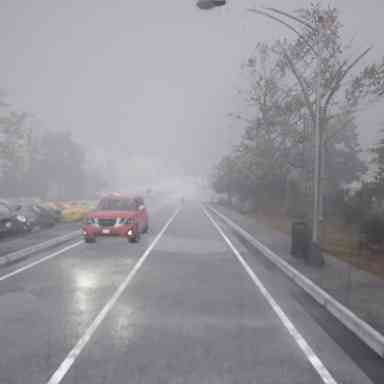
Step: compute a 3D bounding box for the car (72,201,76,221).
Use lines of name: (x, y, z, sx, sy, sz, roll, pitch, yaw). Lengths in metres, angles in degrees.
car: (-10.413, 1.422, 22.739, 5.366, 1.575, 1.946, 0, 0, 0)

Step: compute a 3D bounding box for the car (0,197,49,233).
car: (-10.269, 1.305, 17.191, 4.553, 1.767, 2.185, 0, 0, 0)

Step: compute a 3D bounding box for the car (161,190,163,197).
car: (-10.365, 0.830, 83.107, 5.008, 1.535, 2.097, 0, 1, 0)

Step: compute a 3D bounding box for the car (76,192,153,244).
car: (-3.367, 1.176, 15.798, 2.150, 2.045, 5.566, 0, 0, 0)

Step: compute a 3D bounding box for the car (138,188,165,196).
car: (-10.392, 0.553, 85.898, 5.566, 2.045, 2.435, 0, 1, 0)

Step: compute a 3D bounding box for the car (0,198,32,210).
car: (-23.241, 1.531, 42.200, 4.792, 1.488, 2.163, 0, 0, 0)

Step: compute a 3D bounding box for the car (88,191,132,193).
car: (-10.225, 1.240, 39.394, 5.566, 2.045, 2.435, 0, 0, 0)

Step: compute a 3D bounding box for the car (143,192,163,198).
car: (-10.349, 0.770, 88.690, 4.892, 1.521, 2.231, 0, 1, 0)

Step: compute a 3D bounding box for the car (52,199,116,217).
car: (-10.026, 1.451, 31.064, 5.366, 1.575, 1.946, 0, 0, 0)

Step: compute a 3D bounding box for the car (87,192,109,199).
car: (-23.479, 0.857, 83.081, 4.792, 1.488, 2.163, 0, 0, 0)

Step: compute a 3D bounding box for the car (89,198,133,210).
car: (-10.196, 1.503, 42.169, 5.008, 1.535, 2.097, 0, 0, 0)

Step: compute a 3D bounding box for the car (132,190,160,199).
car: (-10.364, 0.892, 74.758, 4.792, 1.488, 2.163, 0, 0, 0)

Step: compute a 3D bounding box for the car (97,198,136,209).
car: (-10.156, 1.545, 44.945, 4.792, 1.488, 2.163, 0, 0, 0)

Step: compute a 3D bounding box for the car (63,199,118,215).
car: (-10.213, 1.468, 33.840, 4.892, 1.521, 2.231, 0, 0, 0)

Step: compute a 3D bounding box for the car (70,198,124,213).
car: (-10.387, 1.476, 36.617, 5.366, 1.575, 1.946, 0, 0, 0)

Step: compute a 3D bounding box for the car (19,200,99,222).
car: (-10.037, 1.428, 25.391, 5.366, 1.575, 1.946, 0, 0, 0)

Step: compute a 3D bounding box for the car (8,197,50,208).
car: (-23.255, 1.525, 47.617, 5.008, 1.535, 2.097, 0, 0, 0)

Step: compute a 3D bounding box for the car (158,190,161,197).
car: (-10.415, 0.884, 77.542, 4.792, 1.488, 2.163, 0, 0, 0)

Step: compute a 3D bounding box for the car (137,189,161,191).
car: (-10.409, 0.720, 80.327, 4.553, 1.767, 2.185, 0, 0, 0)

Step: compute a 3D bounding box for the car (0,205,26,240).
car: (-10.273, 1.469, 14.419, 4.792, 1.488, 2.163, 0, 0, 0)

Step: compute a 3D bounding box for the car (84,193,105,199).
car: (-23.461, 0.883, 80.169, 4.674, 1.452, 2.002, 0, 0, 0)

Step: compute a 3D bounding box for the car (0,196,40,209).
car: (-23.297, 1.387, 44.846, 4.553, 1.767, 2.185, 0, 0, 0)

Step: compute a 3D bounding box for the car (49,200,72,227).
car: (-10.227, 1.426, 19.971, 4.892, 1.521, 2.231, 0, 0, 0)
